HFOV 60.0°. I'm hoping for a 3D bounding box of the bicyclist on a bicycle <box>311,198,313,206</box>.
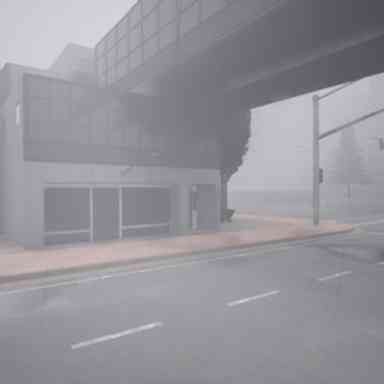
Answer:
[{"bbox_3d":[15.851,1.030,42.814,1.656,1.620,0.582,-1,1,-36],"label":"bicyclist on a bicycle"}]
